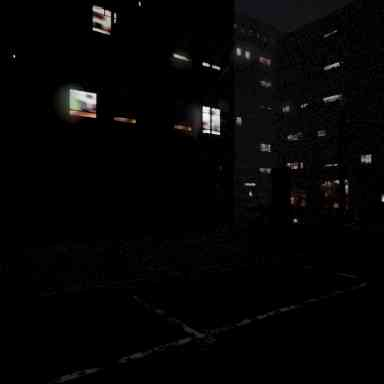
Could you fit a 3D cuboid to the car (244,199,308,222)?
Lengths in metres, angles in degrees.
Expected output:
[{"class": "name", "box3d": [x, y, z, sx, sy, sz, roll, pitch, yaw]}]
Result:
[{"class": "car", "box3d": [6.267, 1.342, 24.208, 2.008, 1.369, 4.403, 1, 0, -36]}]

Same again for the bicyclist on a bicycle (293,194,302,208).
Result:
[{"class": "bicyclist on a bicycle", "box3d": [11.514, 1.011, 36.229, 1.656, 1.620, 0.582, 0, 1, -36]}]

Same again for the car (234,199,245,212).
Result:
[{"class": "car", "box3d": [4.702, 1.308, 30.737, 1.895, 1.301, 4.718, 0, 1, -36]}]

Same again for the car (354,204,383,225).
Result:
[{"class": "car", "box3d": [12.531, 1.473, 20.921, 1.994, 1.385, 4.181, 0, 2, -43]}]
